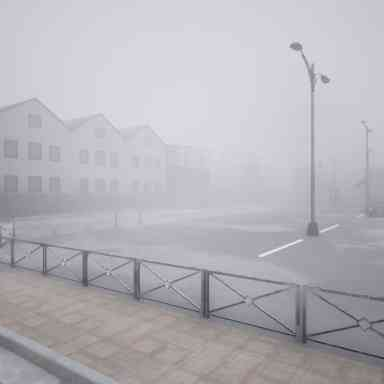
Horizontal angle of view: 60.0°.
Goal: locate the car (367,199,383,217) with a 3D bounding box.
[{"bbox_3d":[15.407,1.298,26.815,2.007,1.523,4.514,0,0,35],"label":"car"}]
